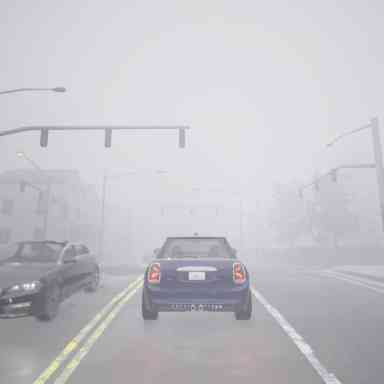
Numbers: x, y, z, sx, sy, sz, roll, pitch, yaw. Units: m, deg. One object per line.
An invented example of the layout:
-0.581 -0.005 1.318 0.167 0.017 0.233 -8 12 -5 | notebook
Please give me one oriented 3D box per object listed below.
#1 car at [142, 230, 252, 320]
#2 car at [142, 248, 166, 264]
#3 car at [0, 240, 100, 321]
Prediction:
0.085 1.807 8.233 2.097 1.767 4.553 0 -7 0 | car
-3.661 6.287 32.482 1.812 1.442 4.674 0 -12 0 | car
-3.614 1.919 8.029 2.128 1.511 4.902 0 -7 0 | car
